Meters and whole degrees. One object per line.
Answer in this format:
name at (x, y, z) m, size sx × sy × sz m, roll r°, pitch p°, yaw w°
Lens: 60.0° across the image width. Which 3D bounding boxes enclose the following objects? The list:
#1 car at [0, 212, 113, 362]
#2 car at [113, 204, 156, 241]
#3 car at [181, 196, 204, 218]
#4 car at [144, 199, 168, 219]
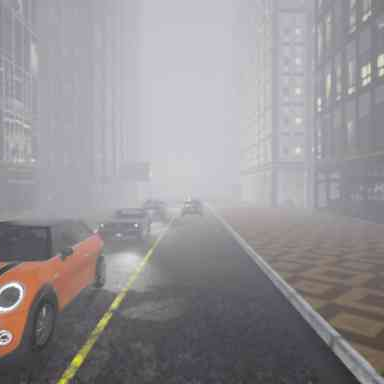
car at (-3.093, 1.307, 6.076) m, size 2.097 × 1.767 × 4.553 m, roll 0°, pitch 0°, yaw 0°
car at (-3.086, 1.483, 16.243) m, size 1.895 × 1.301 × 4.718 m, roll 0°, pitch 0°, yaw 0°
car at (0.023, 1.350, 27.730) m, size 2.033 × 1.411 × 5.357 m, roll 0°, pitch 0°, yaw 0°
car at (-3.001, 1.300, 26.914) m, size 2.128 × 1.511 × 4.902 m, roll 0°, pitch 0°, yaw 0°
